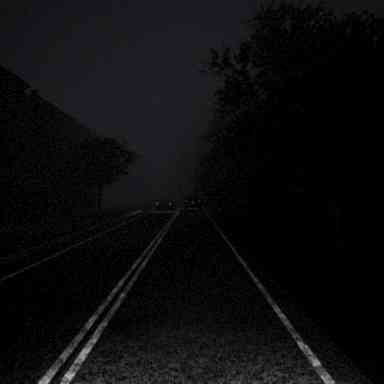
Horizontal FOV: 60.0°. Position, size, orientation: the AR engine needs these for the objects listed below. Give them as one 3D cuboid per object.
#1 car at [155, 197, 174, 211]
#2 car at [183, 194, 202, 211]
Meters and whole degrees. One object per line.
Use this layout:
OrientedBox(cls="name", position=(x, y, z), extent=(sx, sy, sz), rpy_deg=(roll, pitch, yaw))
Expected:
OrientedBox(cls="car", position=(-3.341, 1.377, 41.444), extent=(2.097, 1.767, 4.553), rpy_deg=(0, 0, 0))
OrientedBox(cls="car", position=(0.094, 1.243, 40.901), extent=(2.150, 2.045, 5.566), rpy_deg=(0, 0, 0))
